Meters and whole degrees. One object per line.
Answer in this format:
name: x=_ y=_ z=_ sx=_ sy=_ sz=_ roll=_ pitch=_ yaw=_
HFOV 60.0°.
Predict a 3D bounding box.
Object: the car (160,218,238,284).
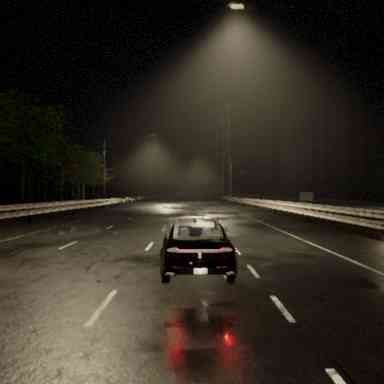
car: x=0.100 y=1.496 z=9.638 sx=2.128 sy=1.511 sz=4.902 roll=0 pitch=0 yaw=-2
